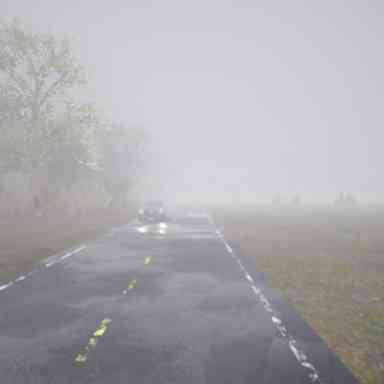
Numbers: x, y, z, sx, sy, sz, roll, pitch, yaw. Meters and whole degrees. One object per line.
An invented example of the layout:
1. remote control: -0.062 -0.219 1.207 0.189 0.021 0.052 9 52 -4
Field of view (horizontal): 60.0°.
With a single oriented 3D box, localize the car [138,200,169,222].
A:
1. car: -3.088 1.450 27.381 2.097 1.767 4.553 0 0 0
